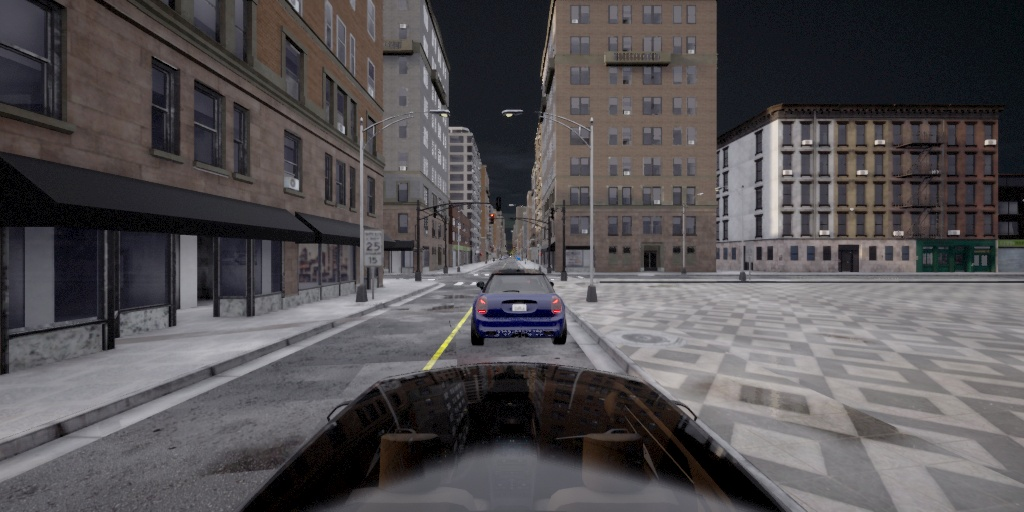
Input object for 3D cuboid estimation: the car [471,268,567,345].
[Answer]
[{"bbox_3d":[0.102,1.102,9.640,2.097,1.767,4.553,0,0,-1],"label":"car"}]
